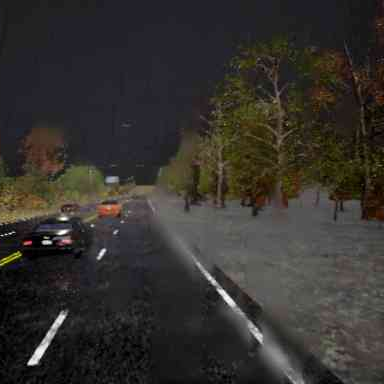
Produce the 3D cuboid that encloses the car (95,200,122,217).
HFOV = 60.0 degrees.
[{"bbox_3d":[-8.294,1.604,34.046,2.097,1.767,4.553,-1,0,-8],"label":"car"}]

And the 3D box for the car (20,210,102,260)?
[{"bbox_3d":[-5.084,1.699,13.265,2.033,1.411,5.357,-1,0,-9],"label":"car"}]

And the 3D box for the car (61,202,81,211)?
[{"bbox_3d":[-16.790,2.064,46.155,1.994,1.385,4.181,-1,0,-8],"label":"car"}]

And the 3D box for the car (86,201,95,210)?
[{"bbox_3d":[-13.574,1.936,46.609,2.033,1.411,5.357,-1,0,-8],"label":"car"}]
